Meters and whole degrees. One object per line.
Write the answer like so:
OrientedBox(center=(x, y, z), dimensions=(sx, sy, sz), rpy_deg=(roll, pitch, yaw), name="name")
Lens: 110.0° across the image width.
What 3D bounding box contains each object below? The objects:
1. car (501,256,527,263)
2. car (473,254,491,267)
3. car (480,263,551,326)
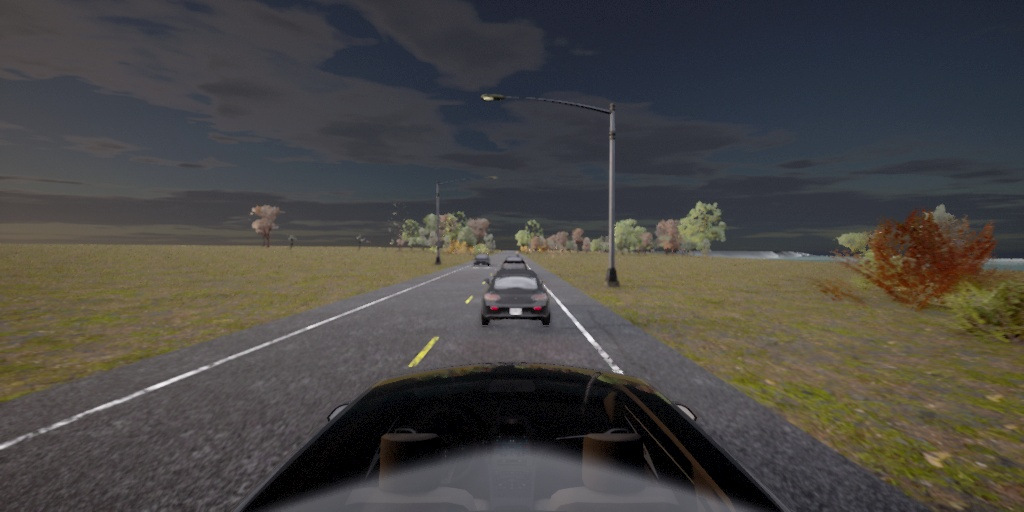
OrientedBox(center=(0.167, 0.720, 28.016), dimensions=(2.128, 1.511, 4.902), rpy_deg=(0, 1, 0), name="car")
OrientedBox(center=(-3.469, 0.487, 42.454), dimensions=(2.033, 1.411, 5.357), rpy_deg=(0, 1, 0), name="car")
OrientedBox(center=(0.106, 1.097, 10.766), dimensions=(1.812, 1.442, 4.674), rpy_deg=(0, 1, 0), name="car")
